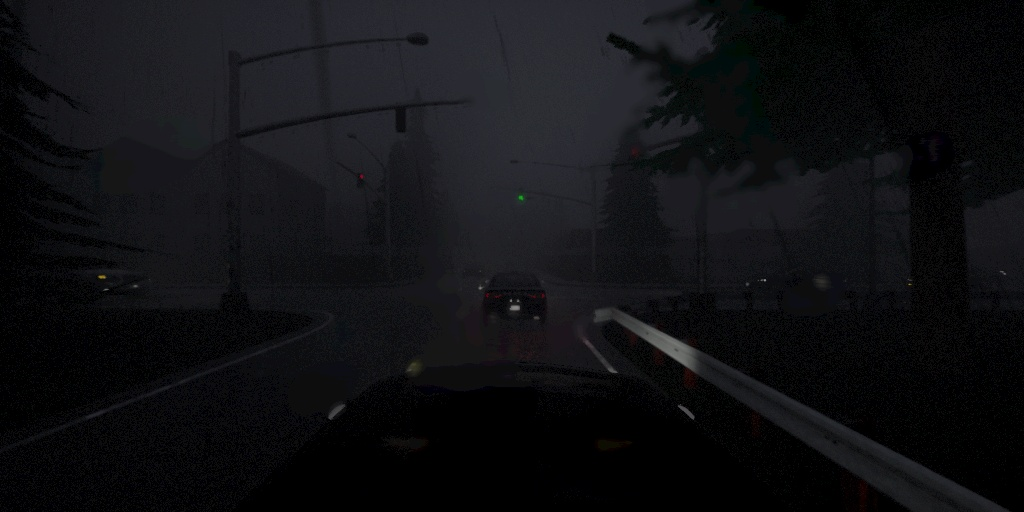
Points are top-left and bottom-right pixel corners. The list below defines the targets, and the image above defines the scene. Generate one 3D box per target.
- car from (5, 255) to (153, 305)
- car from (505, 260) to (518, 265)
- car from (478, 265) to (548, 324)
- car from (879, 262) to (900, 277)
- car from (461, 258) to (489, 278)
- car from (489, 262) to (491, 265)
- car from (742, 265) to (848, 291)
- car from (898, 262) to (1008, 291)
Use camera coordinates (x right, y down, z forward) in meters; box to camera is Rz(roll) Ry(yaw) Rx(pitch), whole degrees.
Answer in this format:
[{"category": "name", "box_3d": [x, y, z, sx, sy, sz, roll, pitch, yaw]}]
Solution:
[{"category": "car", "box_3d": [-19.288, 0.977, 15.747, 5.566, 2.045, 2.150, 0, 0, 0]}, {"category": "car", "box_3d": [-0.112, 1.400, 59.157, 1.994, 1.385, 4.181, 0, 0, -2]}, {"category": "car", "box_3d": [0.088, 1.237, 12.109, 1.882, 1.535, 5.008, 0, 0, 0]}, {"category": "car", "box_3d": [37.257, 1.277, 33.822, 1.882, 1.535, 5.008, 0, 0, 1]}, {"category": "car", "box_3d": [-3.615, 1.278, 34.639, 1.882, 1.535, 5.008, 0, 0, 0]}, {"category": "car", "box_3d": [-3.624, 1.293, 44.962, 1.882, 1.535, 5.008, 0, 0, 0]}, {"category": "car", "box_3d": [15.073, 1.254, 19.246, 4.902, 1.511, 2.128, 0, 0, 0]}, {"category": "car", "box_3d": [24.405, 1.268, 19.842, 4.892, 1.490, 1.837, 0, 0, -14]}]
